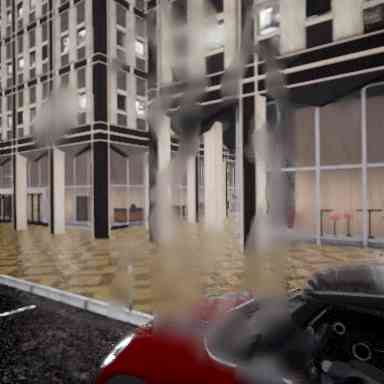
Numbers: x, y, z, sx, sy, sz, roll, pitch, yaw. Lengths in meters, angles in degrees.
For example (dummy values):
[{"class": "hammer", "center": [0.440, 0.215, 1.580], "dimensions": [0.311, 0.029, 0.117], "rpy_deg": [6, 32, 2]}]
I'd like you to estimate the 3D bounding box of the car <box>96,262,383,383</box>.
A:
[{"class": "car", "center": [1.335, 1.356, 2.438], "dimensions": [4.553, 1.767, 2.097], "rpy_deg": [-1, -1, 36]}]
